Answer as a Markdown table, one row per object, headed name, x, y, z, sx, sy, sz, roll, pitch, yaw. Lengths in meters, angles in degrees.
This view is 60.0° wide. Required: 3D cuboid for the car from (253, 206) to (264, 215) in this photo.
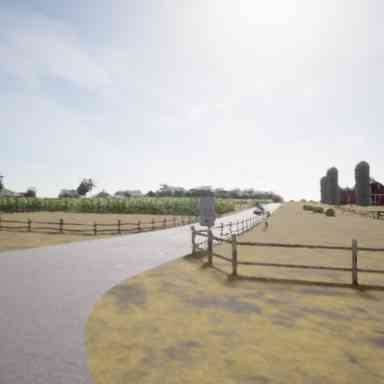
| name | x | y | z | sx | sy | sz | roll | pitch | yaw |
| --- | --- | --- | --- | --- | --- | --- | --- | --- | --- |
| car | 17.537 | 5.367 | 89.862 | 1.882 | 1.535 | 5.008 | -1 | -1 | 16 |
